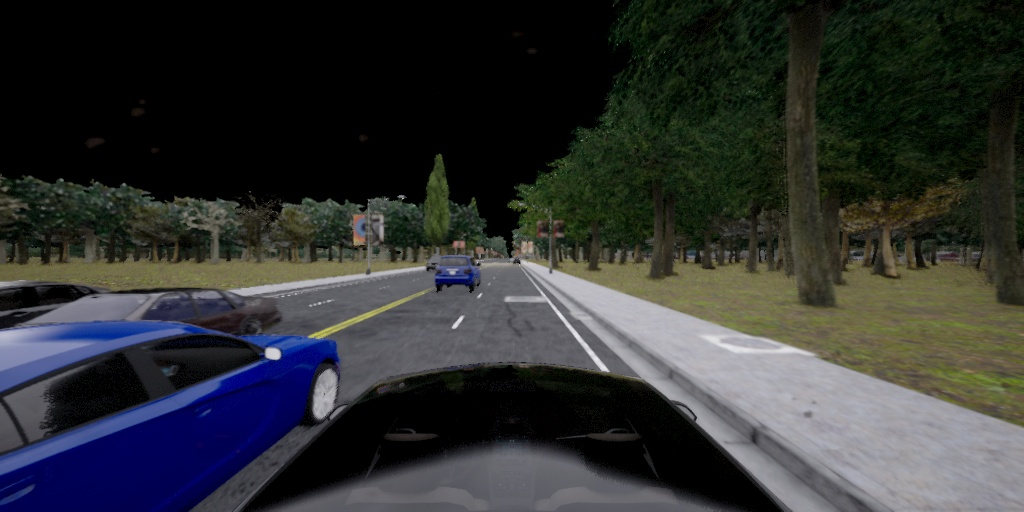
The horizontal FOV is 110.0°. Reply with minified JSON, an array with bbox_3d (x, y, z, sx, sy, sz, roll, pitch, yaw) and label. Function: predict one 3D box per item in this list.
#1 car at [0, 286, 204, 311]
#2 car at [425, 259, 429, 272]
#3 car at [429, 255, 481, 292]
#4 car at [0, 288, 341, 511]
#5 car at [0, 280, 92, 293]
[{"bbox_3d":[-6.597,1.300,6.512,2.033,1.411,5.357,0,0,0],"label":"car"},{"bbox_3d":[-9.824,0.999,47.513,2.150,2.045,5.566,0,0,0],"label":"car"},{"bbox_3d":[-3.148,0.982,21.601,2.150,2.045,5.566,0,0,0],"label":"car"},{"bbox_3d":[-3.150,1.228,2.671,1.882,1.535,5.008,0,0,0],"label":"car"},{"bbox_3d":[-9.850,1.257,6.585,1.837,1.490,4.892,0,0,0],"label":"car"}]
